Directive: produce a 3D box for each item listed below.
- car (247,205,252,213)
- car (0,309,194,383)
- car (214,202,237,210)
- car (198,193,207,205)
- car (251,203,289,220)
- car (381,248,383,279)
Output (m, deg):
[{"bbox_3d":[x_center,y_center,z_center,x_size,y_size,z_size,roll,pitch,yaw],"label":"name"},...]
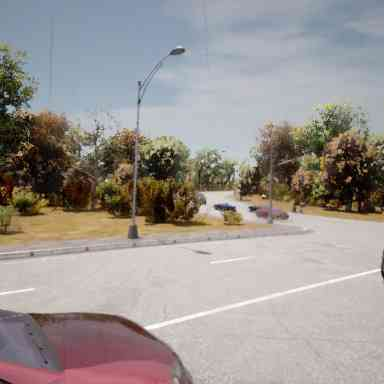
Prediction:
[{"bbox_3d":[9.492,2.326,46.688,2.128,1.511,4.902,3,0,-19],"label":"car"},{"bbox_3d":[-1.990,1.564,2.324,4.181,1.385,1.994,0,0,-36],"label":"car"},{"bbox_3d":[4.873,2.188,48.912,1.895,1.301,4.718,3,1,-17],"label":"car"},{"bbox_3d":[1.400,1.260,63.557,2.150,2.045,5.566,2,2,-10],"label":"car"},{"bbox_3d":[9.032,2.347,37.634,1.994,1.385,4.181,3,-1,-22],"label":"car"},{"bbox_3d":[7.017,1.484,8.798,4.553,1.767,2.097,2,-1,-35],"label":"car"}]
